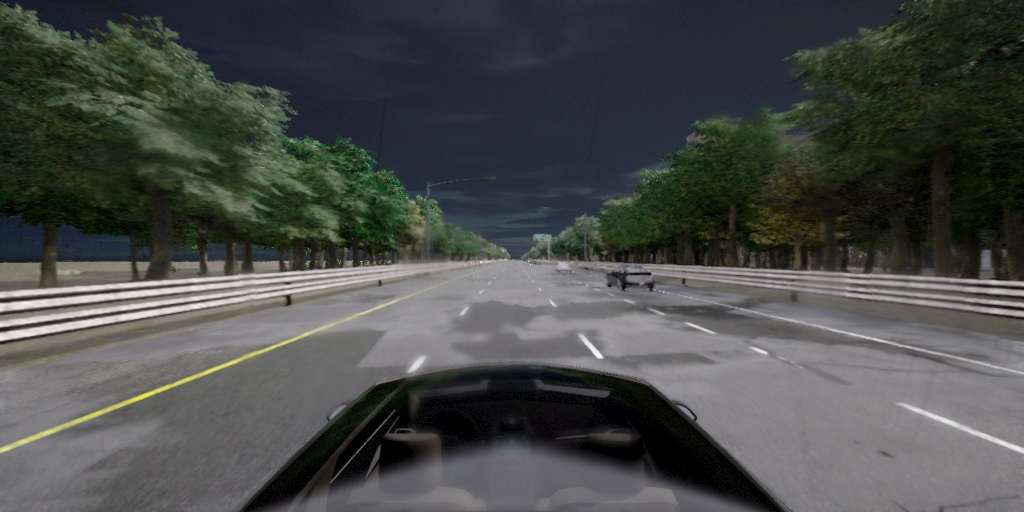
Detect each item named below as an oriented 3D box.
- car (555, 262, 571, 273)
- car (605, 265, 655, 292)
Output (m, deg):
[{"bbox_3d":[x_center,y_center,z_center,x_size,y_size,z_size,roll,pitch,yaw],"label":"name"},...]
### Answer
[{"bbox_3d":[7.122,1.560,50.417,1.812,1.442,4.674,0,0,0],"label":"car"},{"bbox_3d":[7.018,1.312,21.789,2.128,1.511,4.902,0,0,0],"label":"car"}]
